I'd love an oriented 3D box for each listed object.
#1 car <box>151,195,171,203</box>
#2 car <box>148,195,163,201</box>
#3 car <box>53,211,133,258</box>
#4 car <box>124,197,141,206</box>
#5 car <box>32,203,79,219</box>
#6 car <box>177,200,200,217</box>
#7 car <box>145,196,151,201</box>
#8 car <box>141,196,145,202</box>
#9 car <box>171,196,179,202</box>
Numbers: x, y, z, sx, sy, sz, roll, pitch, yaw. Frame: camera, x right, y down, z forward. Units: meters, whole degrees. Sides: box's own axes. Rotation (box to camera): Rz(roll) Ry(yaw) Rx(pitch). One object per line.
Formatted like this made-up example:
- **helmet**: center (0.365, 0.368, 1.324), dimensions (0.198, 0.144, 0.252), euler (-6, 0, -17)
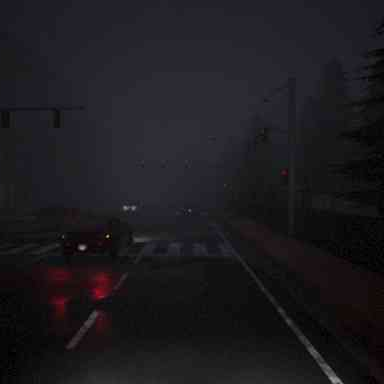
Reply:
- **car**: center (-7.751, 1.890, 82.822), dimensions (1.837, 1.490, 4.892), euler (0, 0, -27)
- **car**: center (-10.351, 1.648, 93.715), dimensions (2.097, 1.767, 4.553), euler (0, 0, -41)
- **car**: center (-3.520, 1.592, 12.936), dimensions (1.812, 1.442, 4.674), euler (0, 0, 0)
- **car**: center (-11.088, 1.898, 60.833), dimensions (1.895, 1.301, 4.718), euler (0, 0, 0)
- **car**: center (-12.341, 1.727, 30.266), dimensions (4.674, 1.442, 1.812), euler (0, -1, 24)
- **car**: center (-0.213, 1.716, 33.361), dimensions (1.994, 1.385, 4.181), euler (0, 0, 0)
- **car**: center (-13.138, 1.817, 91.594), dimensions (2.128, 1.511, 4.902), euler (0, 0, -41)
- **car**: center (-12.759, 1.911, 76.422), dimensions (2.033, 1.411, 5.357), euler (0, 0, -15)
- **car**: center (-4.980, 1.896, 85.163), dimensions (1.837, 1.490, 4.892), euler (0, 0, -27)
